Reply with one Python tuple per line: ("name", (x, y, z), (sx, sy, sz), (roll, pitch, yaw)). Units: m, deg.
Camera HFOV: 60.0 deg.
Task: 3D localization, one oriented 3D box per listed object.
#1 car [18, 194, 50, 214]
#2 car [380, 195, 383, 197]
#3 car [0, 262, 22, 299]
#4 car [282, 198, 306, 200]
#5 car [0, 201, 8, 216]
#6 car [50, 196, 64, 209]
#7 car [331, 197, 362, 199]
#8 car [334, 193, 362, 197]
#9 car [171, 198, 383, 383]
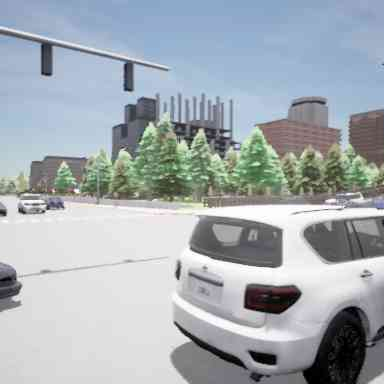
("car", (-17.147, 1.225, 35.567), (2.150, 2.045, 5.566), (0, 0, -33))
("car", (25.577, 1.122, 43.582), (5.357, 1.411, 2.033), (-4, 2, -35))
("car", (-5.673, 1.548, 5.072), (2.033, 1.411, 5.357), (0, 0, 40))
("car", (9.474, 1.358, 32.281), (4.553, 1.767, 2.097), (0, 0, -34))
("car", (-18.697, 1.550, 31.559), (2.033, 1.411, 5.357), (0, 0, -33))
("car", (-18.498, 1.356, 44.170), (2.097, 1.767, 4.553), (0, 0, -34))
("car", (13.916, 1.492, 31.059), (4.902, 1.511, 2.128), (0, 0, -35))
("car", (17.328, 1.186, 37.742), (5.566, 2.045, 2.150), (-1, 1, -35))
("car", (2.319, 1.222, 5.397), (5.566, 2.045, 2.150), (0, 0, -36))
